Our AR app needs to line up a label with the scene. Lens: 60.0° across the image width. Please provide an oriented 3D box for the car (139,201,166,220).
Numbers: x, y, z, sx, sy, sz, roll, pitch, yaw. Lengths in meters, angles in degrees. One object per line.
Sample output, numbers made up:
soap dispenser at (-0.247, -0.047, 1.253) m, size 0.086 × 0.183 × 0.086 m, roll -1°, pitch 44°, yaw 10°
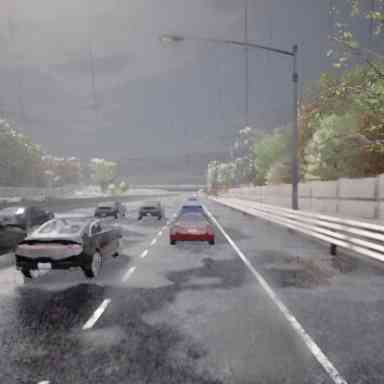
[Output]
car at (-3.370, 1.516, 28.382) m, size 1.837 × 1.490 × 4.892 m, roll 0°, pitch 0°, yaw 0°

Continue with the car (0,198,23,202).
car at (-24.506, 1.563, 46.762) m, size 1.812 × 1.442 × 4.674 m, roll 0°, pitch 0°, yaw 1°

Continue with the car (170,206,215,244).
car at (0.017, 1.569, 15.812) m, size 1.994 × 1.385 × 4.181 m, roll 0°, pitch 0°, yaw 0°

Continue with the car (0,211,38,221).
car at (-6.902, 1.529, 10.394) m, size 1.812 × 1.442 × 4.674 m, roll 0°, pitch 0°, yaw 0°

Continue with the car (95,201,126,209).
car at (-6.870, 1.516, 28.388) m, size 1.837 × 1.490 × 4.892 m, roll 0°, pitch 0°, yaw 0°

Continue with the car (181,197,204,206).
car at (0.031, 1.490, 30.128) m, size 1.882 × 1.535 × 5.008 m, roll 0°, pitch 0°, yaw 0°

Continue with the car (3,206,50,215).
car at (-10.378, 1.555, 20.644) m, size 2.033 × 1.411 × 5.357 m, roll 0°, pitch 0°, yaw 0°

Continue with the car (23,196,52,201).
car at (-21.010, 1.388, 46.341) m, size 2.097 × 1.767 × 4.553 m, roll 0°, pitch 0°, yaw 0°

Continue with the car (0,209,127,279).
car at (-3.389, 1.494, 10.078) m, size 2.128 × 1.511 × 4.902 m, roll 0°, pitch 0°, yaw 0°
